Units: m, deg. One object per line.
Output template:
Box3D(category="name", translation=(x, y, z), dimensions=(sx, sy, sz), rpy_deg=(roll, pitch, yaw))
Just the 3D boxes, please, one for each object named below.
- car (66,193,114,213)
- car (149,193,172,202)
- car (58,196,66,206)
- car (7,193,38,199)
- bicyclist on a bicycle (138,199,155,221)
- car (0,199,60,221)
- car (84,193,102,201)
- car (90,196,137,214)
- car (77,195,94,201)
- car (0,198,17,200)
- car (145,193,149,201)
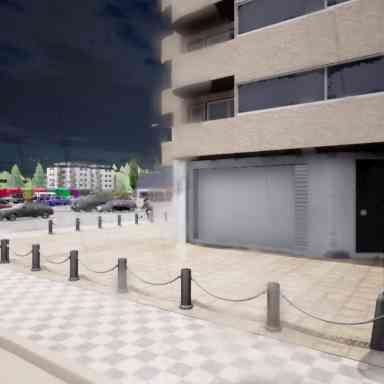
Box3D(category="car", translation=(-11.102, 1.273, 38.153), dimensions=(2.150, 2.045, 5.566), rpy_deg=(0, 1, 35))
Box3D(category="car", translation=(-6.181, 1.209, 69.520), dimensions=(1.932, 1.855, 4.605), rpy_deg=(0, 0, 35))
Box3D(category="car", translation=(-20.790, 1.451, 58.514), dimensions=(1.970, 1.475, 3.806), rpy_deg=(0, 0, 35))
Box3D(category="car", translation=(-34.653, 1.209, 68.176), dimensions=(1.932, 1.855, 4.605), rpy_deg=(0, 0, 35))
Box3D(category="bicyclist on a bicycle", translation=(-3.281, 1.356, 24.068), dimensions=(1.656, 1.620, 0.582), rpy_deg=(0, 0, 35))
Box3D(category="car", translation=(-13.964, 1.581, 27.923), dimensions=(1.812, 1.442, 4.674), rpy_deg=(0, 0, 35))
Box3D(category="car", translation=(-24.576, 1.211, 82.508), dimensions=(1.905, 1.878, 3.866), rpy_deg=(0, 0, 35))
Box3D(category="car", translation=(-8.162, 1.547, 36.247), dimensions=(2.128, 1.511, 4.902), rpy_deg=(0, 0, 35))
Box3D(category="car", translation=(-26.936, 1.451, 84.185), dimensions=(1.970, 1.475, 3.806), rpy_deg=(0, 0, 35))
Box3D(category="car", translation=(-17.972, 1.533, 28.334), dimensions=(1.882, 1.535, 5.008), rpy_deg=(0, 0, 35))
Box3D(category="car", translation=(-8.515, 1.211, 71.232), dimensions=(1.905, 1.878, 3.866), rpy_deg=(0, 0, 35))
